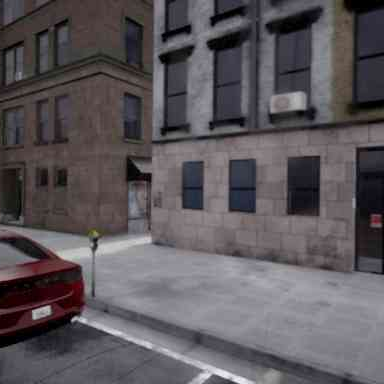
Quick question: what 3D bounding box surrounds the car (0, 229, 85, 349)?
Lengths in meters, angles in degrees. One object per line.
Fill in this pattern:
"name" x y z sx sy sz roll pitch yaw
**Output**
"car" -3.972 1.382 5.776 5.008 1.535 1.882 1 1 35
